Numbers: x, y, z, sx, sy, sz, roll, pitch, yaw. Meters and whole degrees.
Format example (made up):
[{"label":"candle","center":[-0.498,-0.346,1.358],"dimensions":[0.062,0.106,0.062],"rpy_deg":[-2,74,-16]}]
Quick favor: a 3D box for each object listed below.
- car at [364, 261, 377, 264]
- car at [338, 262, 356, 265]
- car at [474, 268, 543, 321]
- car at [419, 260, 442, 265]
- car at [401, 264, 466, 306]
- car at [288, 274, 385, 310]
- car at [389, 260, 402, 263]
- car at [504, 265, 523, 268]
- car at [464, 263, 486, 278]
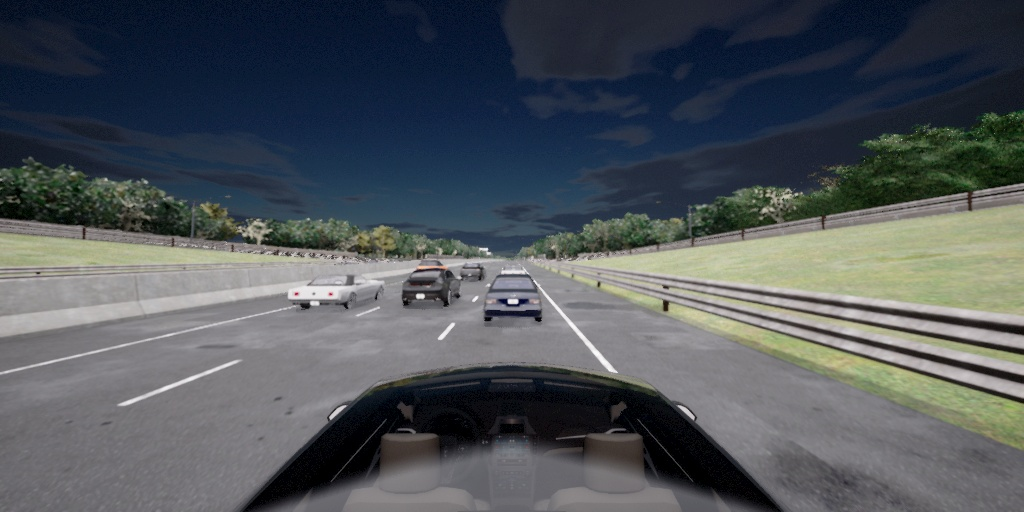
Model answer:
[{"label":"car","center":[-20.891,1.429,53.441],"dimensions":[1.994,1.385,4.181],"rpy_deg":[0,0,1]},{"label":"car","center":[-24.392,1.466,53.030],"dimensions":[1.895,1.301,4.718],"rpy_deg":[0,0,1]},{"label":"car","center":[0.053,1.324,12.539],"dimensions":[2.033,1.411,5.357],"rpy_deg":[0,0,1]},{"label":"car","center":[-6.859,1.167,31.063],"dimensions":[2.097,1.767,4.553],"rpy_deg":[0,0,1]},{"label":"car","center":[-3.415,1.286,15.869],"dimensions":[1.837,1.490,4.892],"rpy_deg":[0,0,0]},{"label":"car","center":[-6.925,1.382,14.861],"dimensions":[1.895,1.301,4.718],"rpy_deg":[0,0,1]},{"label":"car","center":[-17.400,1.369,52.971],"dimensions":[1.837,1.490,4.892],"rpy_deg":[0,0,1]},{"label":"car","center":[0.128,1.413,29.915],"dimensions":[1.895,1.301,4.718],"rpy_deg":[0,0,1]},{"label":"car","center":[-3.356,1.309,31.318],"dimensions":[2.128,1.511,4.902],"rpy_deg":[0,0,1]}]
